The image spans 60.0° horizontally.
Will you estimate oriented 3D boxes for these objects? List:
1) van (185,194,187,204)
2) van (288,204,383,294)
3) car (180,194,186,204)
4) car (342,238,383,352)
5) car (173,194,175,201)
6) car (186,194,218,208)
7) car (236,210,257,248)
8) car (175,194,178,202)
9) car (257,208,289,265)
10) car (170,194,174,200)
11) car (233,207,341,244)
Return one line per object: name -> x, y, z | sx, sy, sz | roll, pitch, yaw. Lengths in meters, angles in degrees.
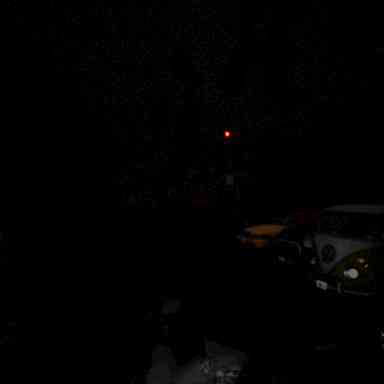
van -> 1.625, 1.496, 57.087 | 4.442, 1.987, 1.878 | 1, 0, -27
van -> 4.599, 1.259, 7.295 | 4.442, 1.987, 1.878 | 1, 0, -21
car -> 1.355, 1.468, 60.114 | 5.566, 2.045, 2.435 | 1, 0, -27
car -> 4.750, 1.485, 4.318 | 4.892, 1.521, 2.231 | 1, 0, -21
car -> -1.636, 1.588, 83.961 | 4.553, 1.767, 2.185 | 1, -1, -27
car -> 2.027, 1.599, 54.137 | 4.553, 1.767, 2.185 | 1, 0, -26
car -> 4.394, 1.484, 13.309 | 5.366, 1.575, 1.946 | 1, 0, -22
car -> -0.071, 1.460, 72.079 | 5.566, 2.045, 2.435 | 1, 0, -27
car -> 4.676, 1.363, 10.369 | 4.553, 1.767, 2.185 | 1, 0, -22
car -> -2.339, 1.478, 89.947 | 5.566, 2.045, 2.435 | 1, -1, -27
car -> 4.655, 1.527, 16.359 | 4.792, 1.488, 2.163 | 1, 0, -22
